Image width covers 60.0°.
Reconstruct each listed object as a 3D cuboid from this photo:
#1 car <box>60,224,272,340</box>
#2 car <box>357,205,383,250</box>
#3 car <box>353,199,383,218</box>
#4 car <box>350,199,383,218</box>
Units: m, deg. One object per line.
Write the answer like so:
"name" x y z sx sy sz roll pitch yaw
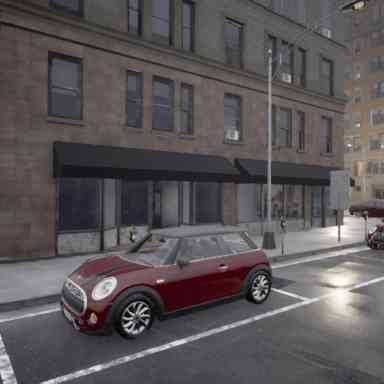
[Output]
"car" -0.370 1.441 6.500 4.097 1.590 1.967 0 0 -36
"car" 8.561 1.444 12.898 4.097 1.590 1.967 0 0 -36
"car" 16.909 1.418 28.769 1.882 1.535 5.008 1 0 -36
"car" 14.820 1.395 25.660 1.882 1.535 5.008 1 0 -32
